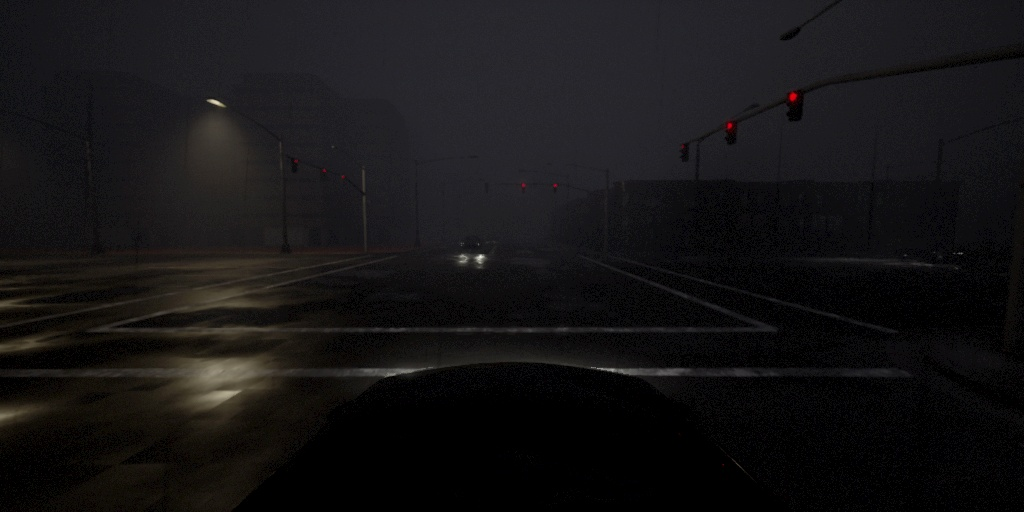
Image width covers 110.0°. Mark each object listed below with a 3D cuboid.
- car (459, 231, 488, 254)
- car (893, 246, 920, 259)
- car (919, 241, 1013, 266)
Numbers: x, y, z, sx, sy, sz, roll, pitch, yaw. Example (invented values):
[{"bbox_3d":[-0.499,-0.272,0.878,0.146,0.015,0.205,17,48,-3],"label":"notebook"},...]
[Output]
[{"bbox_3d":[-3.744,-1.220,34.267,2.097,1.767,4.553,0,4,0],"label":"car"},{"bbox_3d":[31.673,-0.367,26.823,4.718,1.301,1.895,0,4,0],"label":"car"},{"bbox_3d":[30.339,-0.213,23.320,4.902,1.511,2.128,0,4,0],"label":"car"}]
